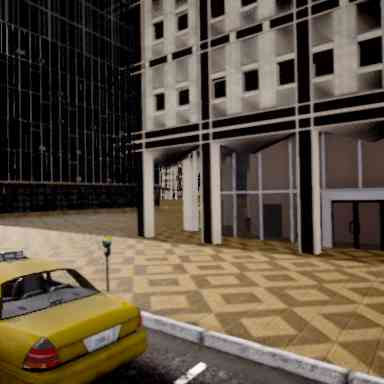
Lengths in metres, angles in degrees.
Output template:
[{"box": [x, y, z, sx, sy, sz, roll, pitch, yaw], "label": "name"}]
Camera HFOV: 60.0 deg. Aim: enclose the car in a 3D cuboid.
[{"box": [-2.839, 1.550, 4.915, 4.829, 1.417, 1.752, 0, -1, 36], "label": "car"}]
